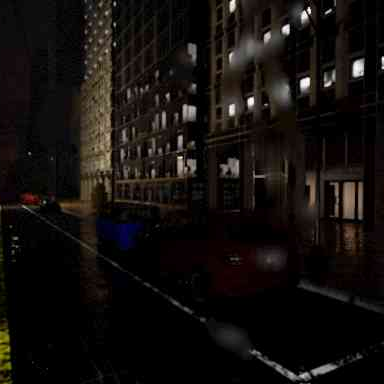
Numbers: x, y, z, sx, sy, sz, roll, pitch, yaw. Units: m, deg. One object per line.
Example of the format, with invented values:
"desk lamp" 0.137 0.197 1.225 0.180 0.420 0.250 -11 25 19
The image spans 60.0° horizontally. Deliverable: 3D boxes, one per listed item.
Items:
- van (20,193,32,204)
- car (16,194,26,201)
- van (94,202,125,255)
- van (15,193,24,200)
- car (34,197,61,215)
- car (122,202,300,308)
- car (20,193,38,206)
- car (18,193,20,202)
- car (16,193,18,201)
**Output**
"van" -31.027 1.175 62.161 1.690 1.788 3.998 -1 1 -30
"car" -39.558 1.233 76.925 1.967 1.590 4.097 -1 1 -30
"van" -2.587 1.303 12.952 1.690 1.788 3.998 -1 1 -30
"van" -42.403 1.120 81.844 1.690 1.788 3.998 -1 1 -30
"car" -13.960 1.462 32.637 2.008 1.369 4.403 -1 1 -30
"car" 0.257 1.289 8.031 2.192 1.841 5.009 -1 1 -30
"car" -25.339 1.175 52.319 2.192 1.841 5.009 -1 1 -30
"car" -28.183 1.162 57.241 2.192 1.841 5.009 -1 1 -30
"car" -33.870 1.260 67.083 1.967 1.590 4.097 -1 1 -30
